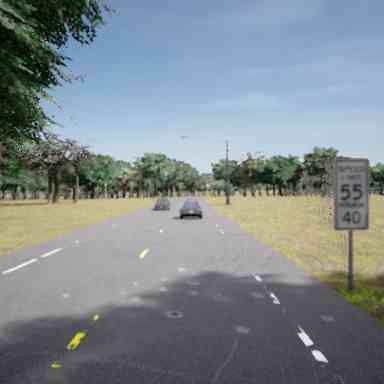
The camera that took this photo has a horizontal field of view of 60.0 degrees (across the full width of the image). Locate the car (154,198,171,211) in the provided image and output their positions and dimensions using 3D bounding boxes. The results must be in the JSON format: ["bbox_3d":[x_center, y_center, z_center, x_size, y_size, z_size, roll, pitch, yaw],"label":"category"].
[{"bbox_3d":[-3.620,1.507,41.652,1.837,1.490,4.892,0,0,0],"label":"car"}]

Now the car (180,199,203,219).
[{"bbox_3d":[-0.047,1.603,29.749,1.994,1.385,4.181,0,0,1],"label":"car"}]
